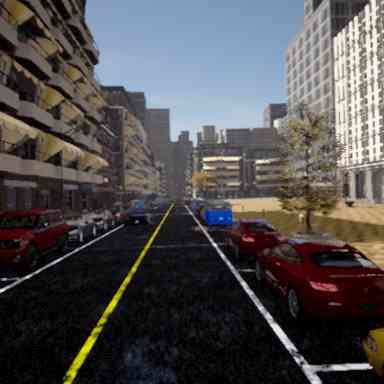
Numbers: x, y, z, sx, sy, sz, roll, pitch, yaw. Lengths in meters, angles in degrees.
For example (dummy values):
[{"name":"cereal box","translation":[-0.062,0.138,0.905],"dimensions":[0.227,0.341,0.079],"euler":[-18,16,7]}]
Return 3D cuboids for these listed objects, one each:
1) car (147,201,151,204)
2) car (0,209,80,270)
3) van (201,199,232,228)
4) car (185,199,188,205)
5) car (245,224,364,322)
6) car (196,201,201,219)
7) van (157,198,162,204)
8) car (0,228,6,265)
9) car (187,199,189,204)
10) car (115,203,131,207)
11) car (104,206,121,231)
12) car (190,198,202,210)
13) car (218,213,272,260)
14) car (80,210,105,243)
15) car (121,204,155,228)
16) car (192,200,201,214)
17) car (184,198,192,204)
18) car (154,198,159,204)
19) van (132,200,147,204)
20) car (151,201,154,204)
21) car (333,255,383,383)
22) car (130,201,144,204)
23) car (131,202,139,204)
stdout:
[{"name":"car","translation":[-7.704,2.290,50.816],"dimensions":[1.802,1.307,4.206],"euler":[-2,-1,-2]},{"name":"car","translation":[-6.100,1.594,12.168],"dimensions":[2.192,1.841,5.009],"euler":[-2,-1,-2]},{"name":"van","translation":[1.810,1.516,23.563],"dimensions":[1.690,1.788,3.998],"euler":[-2,-1,-2]},{"name":"car","translation":[-0.716,2.421,84.297],"dimensions":[1.887,1.381,4.507],"euler":[-2,-1,-2]},{"name":"car","translation":[2.509,1.580,6.997],"dimensions":[1.802,1.307,4.206],"euler":[-2,-1,-2]},{"name":"car","translation":[1.579,1.762,29.251],"dimensions":[1.752,1.417,4.829],"euler":[-2,-1,-2]},{"name":"van","translation":[-9.553,2.576,94.990],"dimensions":[1.690,1.788,3.998],"euler":[-2,-1,-2]},{"name":"car","translation":[-5.856,1.745,6.476],"dimensions":[1.752,1.417,4.829],"euler":[-2,-1,-2]},{"name":"car","translation":[0.657,2.012,51.338],"dimensions":[1.752,1.417,4.829],"euler":[-2,-1,-2]},{"name":"car","translation":[-6.787,1.898,28.731],"dimensions":[1.967,1.590,4.097],"euler":[-2,-1,-2]},{"name":"car","translation":[-6.553,1.948,23.210],"dimensions":[2.008,1.369,4.403],"euler":[-2,-1,-2]},{"name":"car","translation":[1.122,1.799,40.126],"dimensions":[1.967,1.590,4.097],"euler":[-2,-1,-2]},{"name":"car","translation":[2.278,1.638,12.517],"dimensions":[1.802,1.307,4.206],"euler":[-2,-1,-2]},{"name":"car","translation":[-6.322,1.889,17.688],"dimensions":[2.008,1.369,4.403],"euler":[-2,-1,-2]},{"name":"car","translation":[-3.944,1.911,25.327],"dimensions":[1.994,1.385,4.181],"euler":[-2,0,-2]},{"name":"car","translation":[1.357,1.862,34.604],"dimensions":[1.947,1.339,4.313],"euler":[-2,-1,-2]},{"name":"car","translation":[-1.176,2.557,95.339],"dimensions":[1.887,1.381,4.507],"euler":[-2,-1,-2]},{"name":"car","translation":[-8.395,2.466,67.381],"dimensions":[1.947,1.339,4.313],"euler":[-2,-1,-2]},{"name":"van","translation":[-7.481,1.985,45.298],"dimensions":[1.690,1.788,3.998],"euler":[-2,-1,-2]},{"name":"car","translation":[-7.934,2.353,56.337],"dimensions":[1.802,1.307,4.206],"euler":[-2,-1,-2]},{"name":"car","translation":[2.730,1.468,1.645],"dimensions":[1.752,1.417,4.829],"euler":[-2,-1,-2]},{"name":"car","translation":[-7.244,2.126,39.774],"dimensions":[1.887,1.381,4.507],"euler":[-2,-1,-2]},{"name":"car","translation":[-7.013,2.085,34.252],"dimensions":[1.947,1.339,4.313],"euler":[-2,-1,-2]}]
